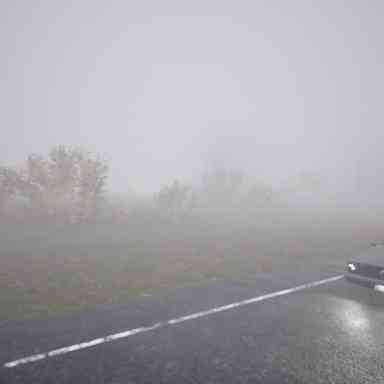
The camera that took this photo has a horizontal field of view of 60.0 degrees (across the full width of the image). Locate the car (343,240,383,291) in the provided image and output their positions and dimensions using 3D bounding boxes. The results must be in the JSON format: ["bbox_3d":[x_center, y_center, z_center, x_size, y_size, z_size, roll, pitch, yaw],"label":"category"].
[{"bbox_3d":[6.007,1.562,8.276,5.357,1.411,2.033,0,0,-36],"label":"car"}]
